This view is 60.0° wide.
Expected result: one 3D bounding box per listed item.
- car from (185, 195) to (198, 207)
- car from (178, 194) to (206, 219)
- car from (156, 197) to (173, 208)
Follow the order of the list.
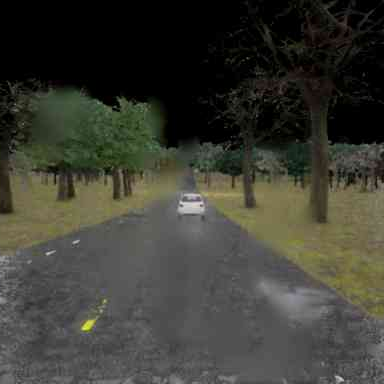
[{"bbox_3d":[-0.026,1.247,46.668,1.812,1.442,4.674,0,1,0],"label":"car"},{"bbox_3d":[-0.030,1.180,28.352,2.150,2.045,5.566,0,1,0],"label":"car"},{"bbox_3d":[-3.600,1.374,43.951,1.895,1.301,4.718,0,1,0],"label":"car"}]
